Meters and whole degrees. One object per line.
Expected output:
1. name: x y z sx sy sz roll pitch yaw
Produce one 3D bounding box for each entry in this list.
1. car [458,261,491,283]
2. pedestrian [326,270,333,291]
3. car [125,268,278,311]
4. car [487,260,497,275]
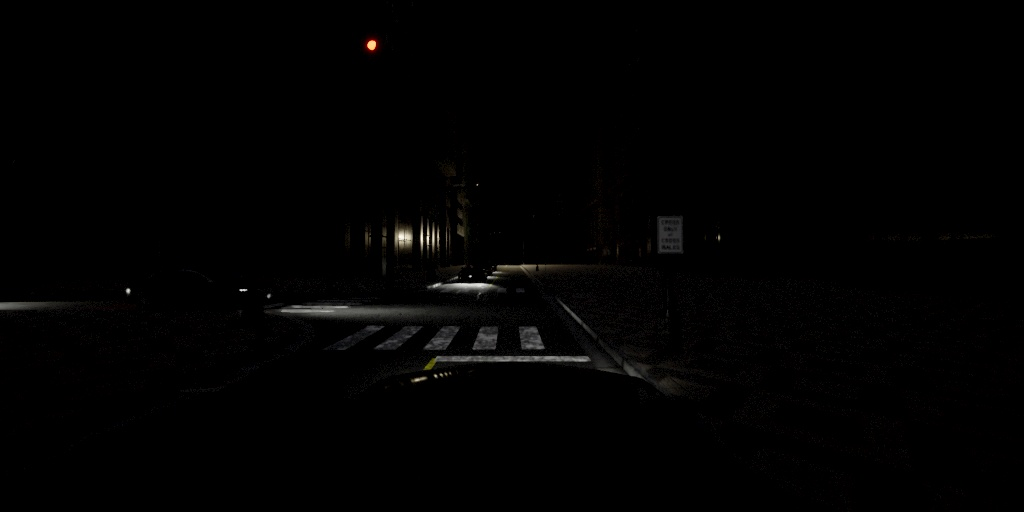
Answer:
1. car: -3.036 1.327 28.430 1.994 1.385 4.181 0 0 1
2. pedestrian: -9.971 0.974 19.612 0.375 1.860 0.375 0 -1 0
3. car: -11.219 1.183 13.142 4.902 1.511 2.128 0 -1 5
4. car: -3.025 1.331 37.751 2.033 1.411 5.357 0 0 0
